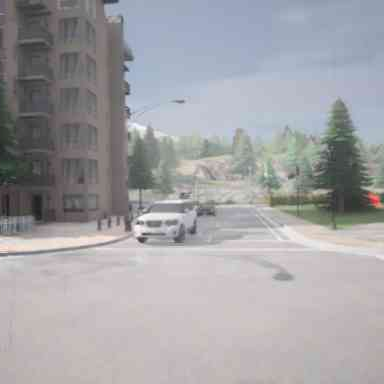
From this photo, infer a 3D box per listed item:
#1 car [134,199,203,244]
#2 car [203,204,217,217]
[{"bbox_3d":[-1.143,1.425,17.501,2.150,2.045,5.566,-1,-1,12],"label":"car"},{"bbox_3d":[1.549,1.930,35.255,1.895,1.301,4.718,-1,-1,8],"label":"car"}]
